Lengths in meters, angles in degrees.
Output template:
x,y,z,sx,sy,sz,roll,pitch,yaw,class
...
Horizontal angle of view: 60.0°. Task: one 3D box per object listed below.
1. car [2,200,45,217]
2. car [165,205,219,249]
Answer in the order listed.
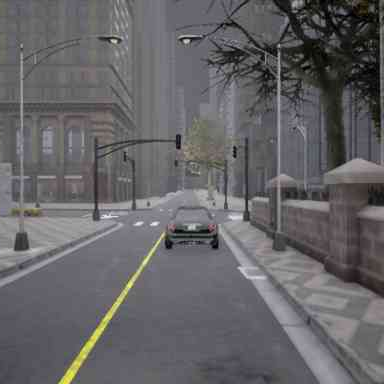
x,y,z,sx,sy,sz,roll,pitch,yaw,class
-14.932,1.396,27.949,4.829,1.417,1.752,1,-1,0,car
0.000,1.365,14.620,2.097,1.767,4.553,0,0,0,car
